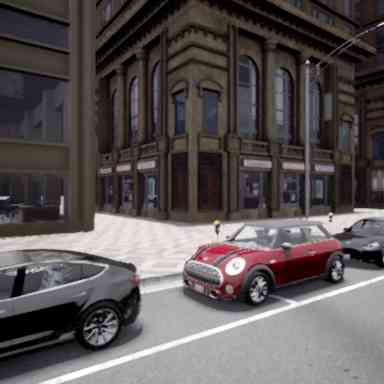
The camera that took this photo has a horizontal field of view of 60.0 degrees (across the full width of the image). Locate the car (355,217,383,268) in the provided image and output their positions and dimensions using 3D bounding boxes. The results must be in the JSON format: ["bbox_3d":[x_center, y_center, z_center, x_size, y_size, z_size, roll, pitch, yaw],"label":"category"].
[{"bbox_3d":[6.330,1.531,11.164,4.313,1.339,1.947,0,0,-36],"label":"car"}]

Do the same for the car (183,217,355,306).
[{"bbox_3d":[1.771,1.422,7.910,4.097,1.590,1.967,0,0,-36],"label":"car"}]

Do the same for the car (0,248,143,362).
[{"bbox_3d":[-2.789,1.565,4.657,4.313,1.339,1.947,0,0,-36],"label":"car"}]
